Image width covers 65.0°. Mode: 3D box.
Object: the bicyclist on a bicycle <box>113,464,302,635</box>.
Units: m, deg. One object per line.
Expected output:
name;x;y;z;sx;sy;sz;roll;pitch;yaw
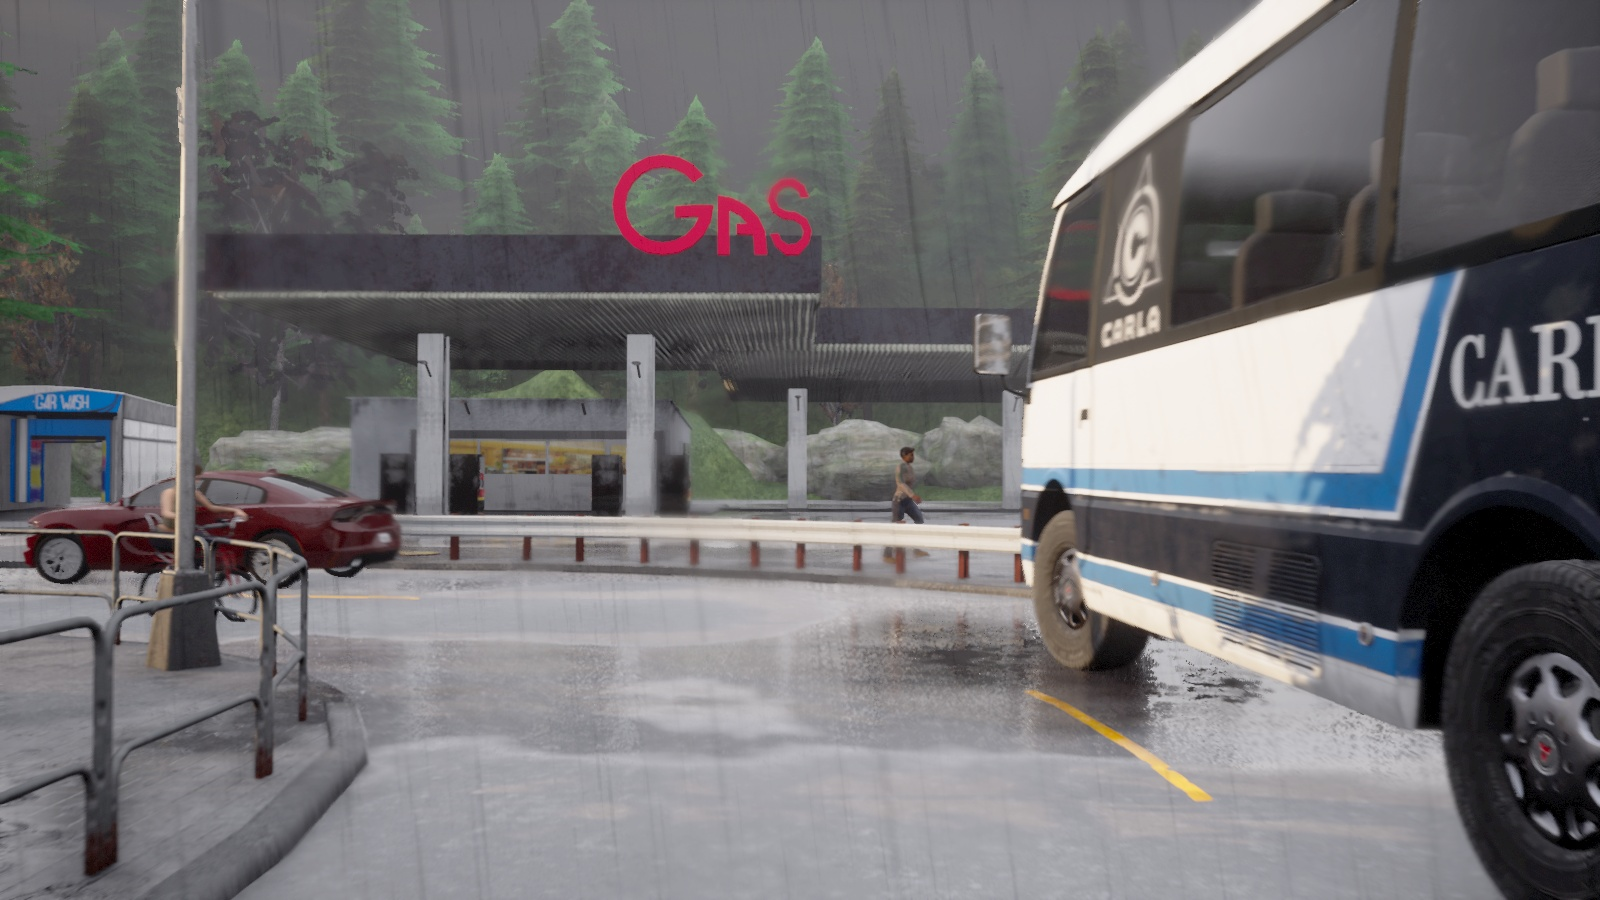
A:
bicyclist on a bicycle;-5.980;0.967;12.702;1.509;1.612;0.866;0;1;18

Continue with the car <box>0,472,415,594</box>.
car;-8.057;1.084;17.187;5.008;1.535;1.882;0;-1;8

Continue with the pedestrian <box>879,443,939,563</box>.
pedestrian;1.677;0.809;19.324;0.869;1.805;0.328;-1;-1;36

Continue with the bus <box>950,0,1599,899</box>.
bus;3.752;-0.472;7.004;3.944;4.253;10.273;0;-1;-4
